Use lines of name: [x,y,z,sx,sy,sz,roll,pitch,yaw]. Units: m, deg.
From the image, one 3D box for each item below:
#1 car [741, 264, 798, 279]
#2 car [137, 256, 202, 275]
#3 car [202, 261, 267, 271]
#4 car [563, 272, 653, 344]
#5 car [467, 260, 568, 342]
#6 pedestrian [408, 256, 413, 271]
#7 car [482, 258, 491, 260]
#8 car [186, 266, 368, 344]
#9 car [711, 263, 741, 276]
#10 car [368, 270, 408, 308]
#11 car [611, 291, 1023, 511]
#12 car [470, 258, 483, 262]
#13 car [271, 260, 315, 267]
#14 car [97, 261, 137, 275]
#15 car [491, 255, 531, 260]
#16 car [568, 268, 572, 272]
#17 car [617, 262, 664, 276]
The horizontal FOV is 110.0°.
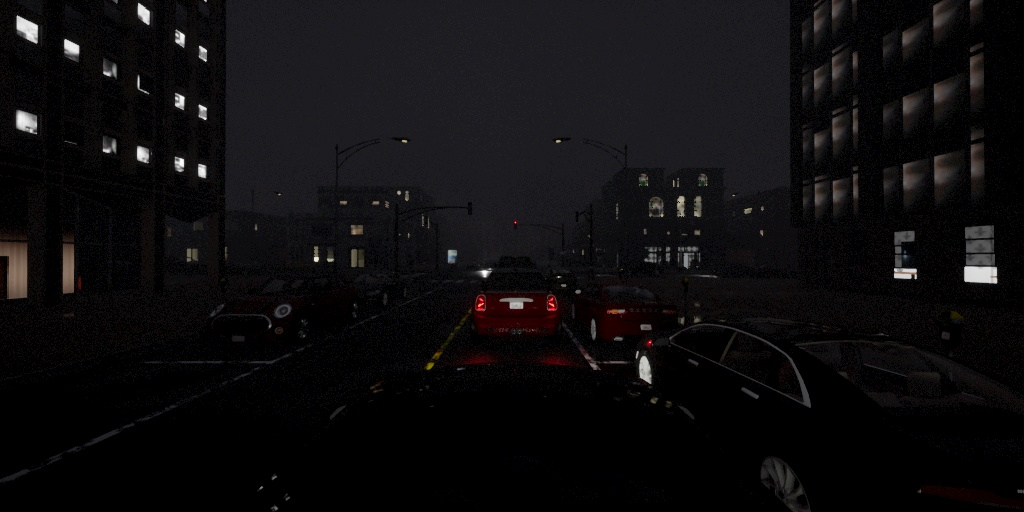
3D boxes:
car: [23.631,1.433,32.434,4.207,1.307,1.802,0,0,1]
car: [-30.964,0.918,33.289,5.009,1.841,2.192,0,0,1]
car: [-25.427,1.177,33.206,4.403,1.370,2.007,0,0,1]
car: [2.687,1.296,9.429,1.888,1.381,4.507,0,0,0]
car: [0.096,1.103,9.974,2.097,1.767,4.553,0,0,0]
pedestrian: [-12.568,0.885,44.345,0.375,1.860,0.375,0,-1,1]
car: [-3.092,1.357,52.070,1.895,1.301,4.718,0,0,-1]
car: [-5.693,1.190,9.443,1.967,1.591,4.097,0,0,0]
car: [23.618,1.447,38.256,4.181,1.385,1.994,0,0,2]
car: [-5.696,1.302,15.135,2.007,1.370,4.403,0,0,0]
car: [2.689,1.301,3.737,2.007,1.370,4.403,0,0,0]
car: [-5.709,1.338,53.213,1.802,1.307,4.207,0,0,0]
car: [-25.469,1.198,41.588,4.829,1.417,1.751,0,0,1]
car: [-36.500,1.131,33.372,4.403,1.370,2.007,0,0,1]
car: [0.113,0.974,20.128,2.150,2.045,5.566,0,0,-1]
car: [2.683,1.303,20.813,2.007,1.370,4.403,0,0,0]
car: [13.772,1.339,38.404,4.892,1.490,1.837,0,0,1]
